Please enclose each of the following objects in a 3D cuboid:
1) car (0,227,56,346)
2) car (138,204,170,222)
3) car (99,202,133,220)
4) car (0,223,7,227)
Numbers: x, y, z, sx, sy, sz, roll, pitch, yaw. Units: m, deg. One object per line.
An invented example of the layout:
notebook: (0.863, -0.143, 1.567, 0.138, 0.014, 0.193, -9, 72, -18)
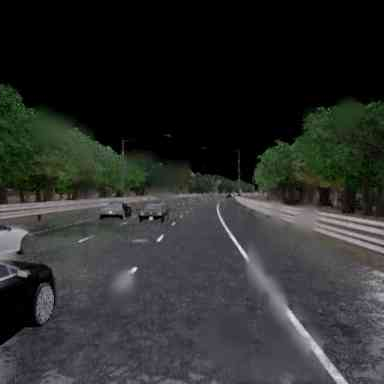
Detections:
car: (-3.360, 1.486, 4.071, 2.128, 1.511, 4.902, 0, 0, 0)
car: (-2.813, 1.574, 25.807, 1.895, 1.301, 4.718, 0, 0, 2)
car: (-6.222, 1.533, 27.747, 1.994, 1.385, 4.181, 0, 0, 3)
car: (-6.780, 1.512, 10.215, 1.812, 1.442, 4.674, 0, 0, 1)
